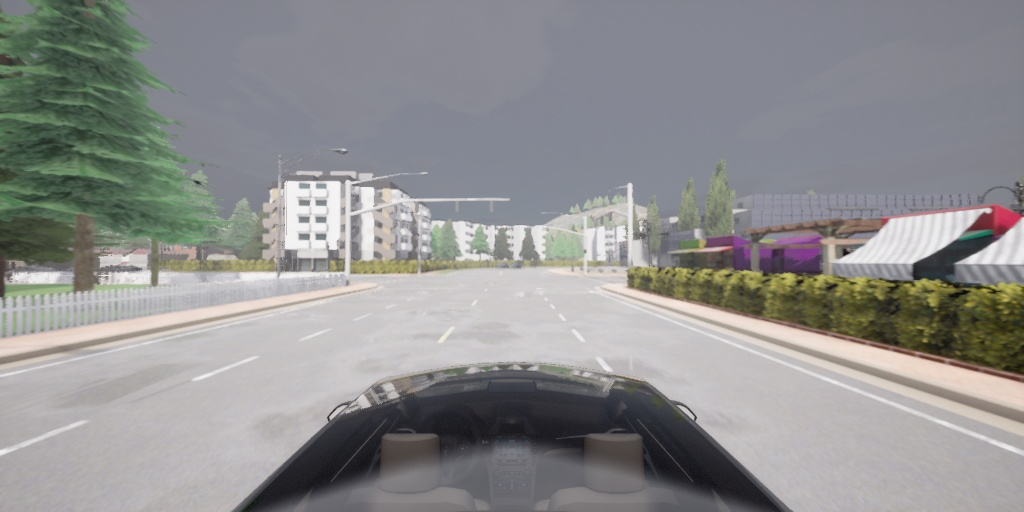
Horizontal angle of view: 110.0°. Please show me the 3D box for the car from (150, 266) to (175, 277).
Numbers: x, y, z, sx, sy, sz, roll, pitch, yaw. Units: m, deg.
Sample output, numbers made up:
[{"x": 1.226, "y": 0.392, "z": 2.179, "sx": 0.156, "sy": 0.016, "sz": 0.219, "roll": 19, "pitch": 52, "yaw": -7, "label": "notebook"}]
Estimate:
[{"x": -44.452, "y": 1.918, "z": 43.957, "sx": 4.718, "sy": 1.301, "sz": 1.895, "roll": 0, "pitch": -1, "yaw": 1, "label": "car"}]

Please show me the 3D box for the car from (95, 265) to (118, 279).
[{"x": -43.994, "y": 1.788, "z": 36.936, "sx": 4.181, "sy": 1.385, "sz": 1.994, "roll": 0, "pitch": -1, "yaw": 2, "label": "car"}]

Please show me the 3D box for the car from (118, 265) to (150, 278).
[{"x": -44.511, "y": 1.775, "z": 40.459, "sx": 4.892, "sy": 1.490, "sz": 1.837, "roll": 0, "pitch": -1, "yaw": 1, "label": "car"}]

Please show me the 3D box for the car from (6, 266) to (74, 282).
[{"x": -44.060, "y": 1.686, "z": 33.439, "sx": 4.892, "sy": 1.490, "sz": 1.837, "roll": 0, "pitch": -1, "yaw": 2, "label": "car"}]
